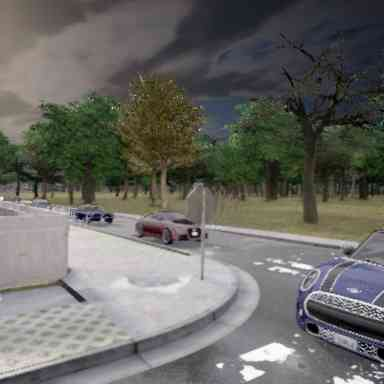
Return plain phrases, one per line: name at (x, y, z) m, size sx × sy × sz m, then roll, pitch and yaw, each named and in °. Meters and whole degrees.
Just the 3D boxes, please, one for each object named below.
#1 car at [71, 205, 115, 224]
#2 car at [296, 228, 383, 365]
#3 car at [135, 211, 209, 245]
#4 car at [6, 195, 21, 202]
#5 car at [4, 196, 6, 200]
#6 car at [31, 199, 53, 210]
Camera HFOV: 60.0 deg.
car at (-7.484, 1.657, 24.901) m, size 1.895 × 1.301 × 4.718 m, roll 2°, pitch -1°, yaw -35°
car at (3.858, 1.400, 5.698) m, size 4.553 × 1.767 × 2.097 m, roll 1°, pitch 0°, yaw -36°
car at (-1.034, 1.609, 15.873) m, size 1.994 × 1.385 × 4.181 m, roll 2°, pitch -1°, yaw -36°
car at (-39.936, 1.518, 75.180) m, size 2.128 × 1.511 × 4.902 m, roll 2°, pitch -1°, yaw -36°
car at (-45.993, 1.342, 83.657) m, size 2.033 × 1.411 × 5.357 m, roll 2°, pitch -1°, yaw -36°
car at (-18.044, 1.563, 39.745) m, size 1.812 × 1.442 × 4.674 m, roll 2°, pitch -1°, yaw -35°
